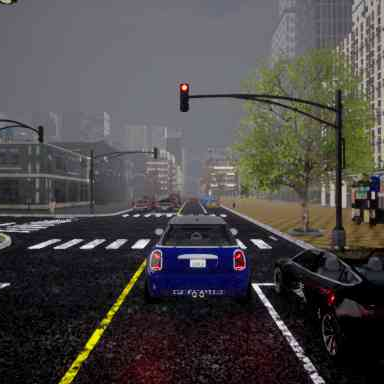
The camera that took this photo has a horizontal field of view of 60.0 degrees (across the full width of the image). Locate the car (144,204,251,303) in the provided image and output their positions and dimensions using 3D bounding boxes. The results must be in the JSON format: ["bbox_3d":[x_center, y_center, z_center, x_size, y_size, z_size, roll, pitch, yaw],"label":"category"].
[{"bbox_3d":[0.111,1.353,8.350,2.097,1.767,4.553,0,0,0],"label":"car"}]

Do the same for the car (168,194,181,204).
[{"bbox_3d":[-3.032,1.481,48.489,1.882,1.535,5.008,0,0,0],"label":"car"}]

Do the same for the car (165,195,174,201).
[{"bbox_3d":[-5.576,1.559,82.577,2.008,1.369,4.403,0,0,0],"label":"car"}]

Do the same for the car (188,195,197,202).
[{"bbox_3d":[0.107,1.547,79.184,2.033,1.411,5.357,0,0,0],"label":"car"}]

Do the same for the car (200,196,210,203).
[{"bbox_3d":[2.789,1.572,71.466,1.947,1.339,4.313,0,0,0],"label":"car"}]

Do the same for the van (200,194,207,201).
[{"bbox_3d":[2.806,1.349,82.568,1.690,1.788,3.998,0,0,0],"label":"van"}]

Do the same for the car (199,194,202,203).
[{"bbox_3d":[2.774,1.556,60.364,2.008,1.369,4.403,0,0,0],"label":"car"}]

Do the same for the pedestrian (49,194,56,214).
[{"bbox_3d":[-12.710,1.039,30.183,0.375,1.860,0.375,0,-1,-1],"label":"pedestrian"}]

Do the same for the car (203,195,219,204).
[{"bbox_3d":[2.752,1.528,43.881,1.752,1.417,4.829,0,0,0],"label":"car"}]

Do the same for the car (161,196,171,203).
[{"bbox_3d":[-5.591,1.532,71.305,1.752,1.417,4.829,0,0,0],"label":"car"}]

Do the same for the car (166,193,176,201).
[{"bbox_3d":[-5.568,1.324,88.128,2.192,1.841,5.009,0,0,0],"label":"car"}]

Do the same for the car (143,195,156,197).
[{"bbox_3d":[-5.627,1.318,43.720,2.192,1.841,5.009,0,0,0],"label":"car"}]

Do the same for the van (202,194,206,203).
[{"bbox_3d":[2.760,1.345,49.263,1.690,1.788,3.998,0,0,0],"label":"van"}]

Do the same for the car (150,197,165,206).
[{"bbox_3d":[-5.614,1.555,54.822,2.008,1.369,4.403,0,0,0],"label":"car"}]

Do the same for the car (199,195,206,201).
[{"bbox_3d":[2.812,1.534,88.289,1.752,1.417,4.829,0,0,0],"label":"car"}]

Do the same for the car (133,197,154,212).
[{"bbox_3d":[-5.636,1.584,38.169,1.802,1.307,4.206,0,0,0],"label":"car"}]

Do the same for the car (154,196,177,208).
[{"bbox_3d":[-3.041,1.528,38.455,1.812,1.442,4.674,0,0,-2],"label":"car"}]

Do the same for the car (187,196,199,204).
[{"bbox_3d":[0.181,1.568,60.934,1.994,1.385,4.181,0,0,0],"label":"car"}]

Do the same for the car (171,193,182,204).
[{"bbox_3d":[-2.991,1.226,58.986,2.150,2.045,5.566,0,0,1],"label":"car"}]

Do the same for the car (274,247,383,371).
[{"bbox_3d":[2.701,1.566,5.682,1.947,1.339,4.313,0,0,0],"label":"car"}]
